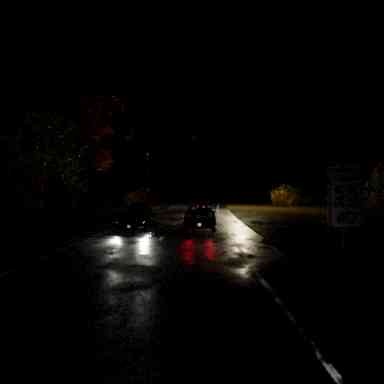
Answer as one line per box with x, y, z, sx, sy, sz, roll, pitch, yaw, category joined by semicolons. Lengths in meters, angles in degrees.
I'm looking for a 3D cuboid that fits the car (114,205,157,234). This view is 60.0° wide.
-3.229;1.558;19.851;1.837;1.490;4.892;0;0;2;car

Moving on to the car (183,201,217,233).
0.489;1.547;20.352;2.128;1.511;4.902;0;0;2;car
